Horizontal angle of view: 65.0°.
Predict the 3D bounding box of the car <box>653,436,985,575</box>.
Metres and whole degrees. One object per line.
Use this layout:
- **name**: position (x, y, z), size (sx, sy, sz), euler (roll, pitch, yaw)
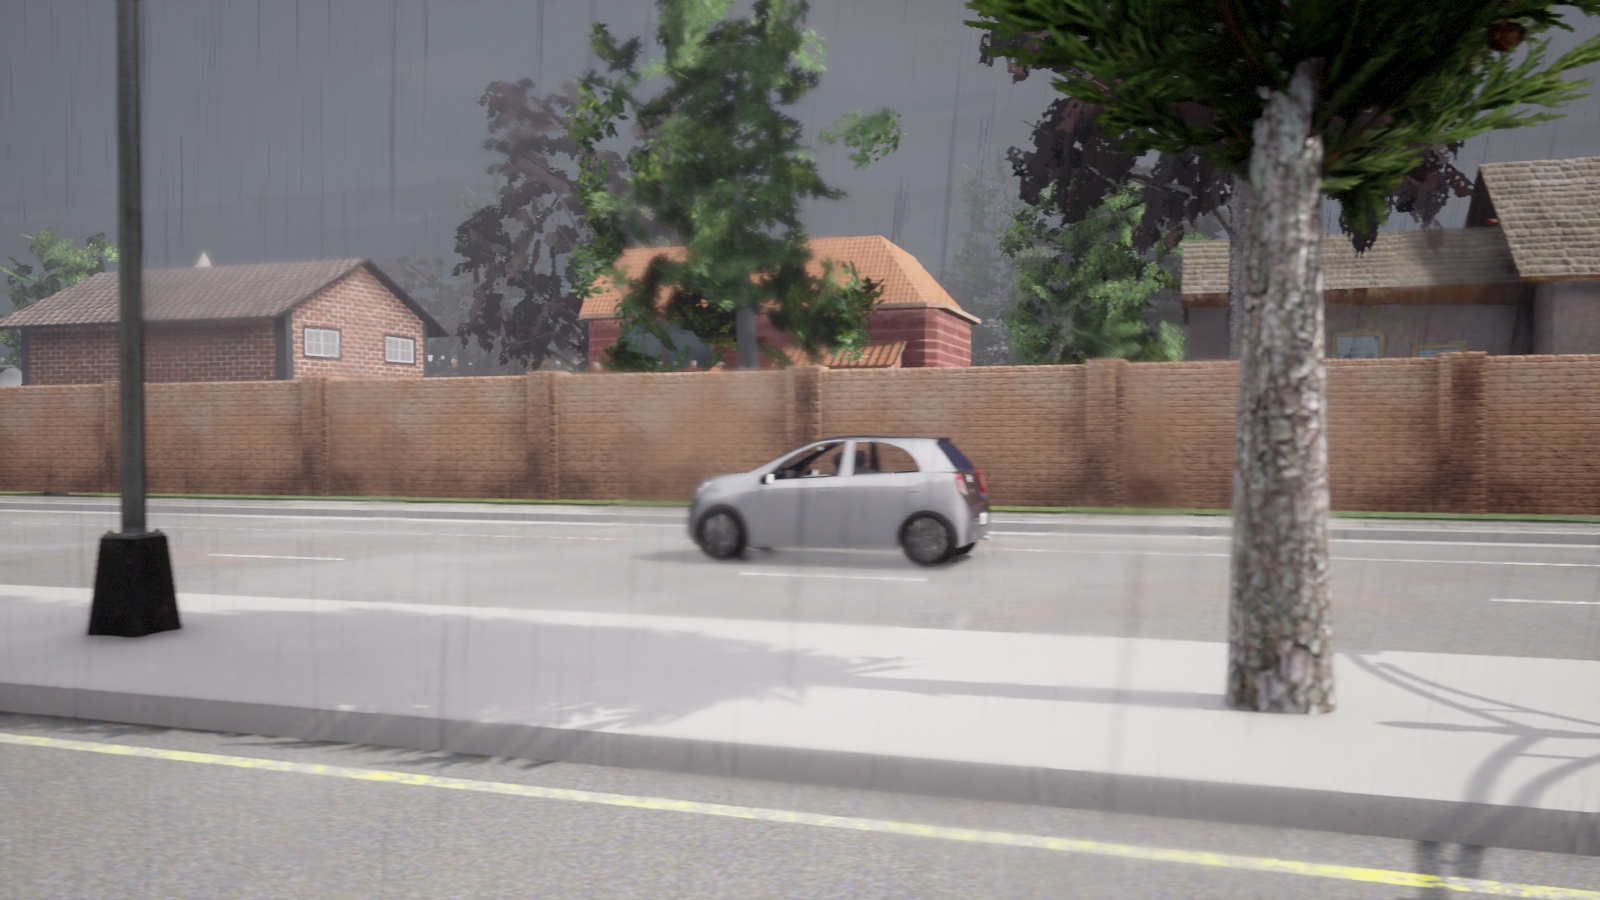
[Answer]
- **car**: position (0.271, 0.597, 15.234), size (3.633, 1.501, 1.845), euler (1, 1, 19)
